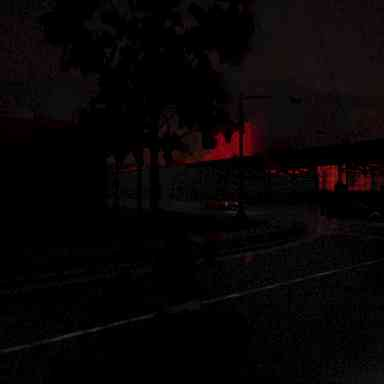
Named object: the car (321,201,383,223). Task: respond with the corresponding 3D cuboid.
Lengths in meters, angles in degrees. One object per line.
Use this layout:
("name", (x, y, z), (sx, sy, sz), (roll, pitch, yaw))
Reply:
("car", (12.639, 1.478, 26.062), (1.882, 1.535, 5.008), (0, 0, -33))

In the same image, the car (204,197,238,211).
("car", (3.454, 1.351, 39.789), (2.097, 1.767, 4.553), (0, 0, -34))

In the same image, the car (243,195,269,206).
("car", (10.452, 1.352, 54.775), (2.097, 1.767, 4.553), (0, 0, -34))
